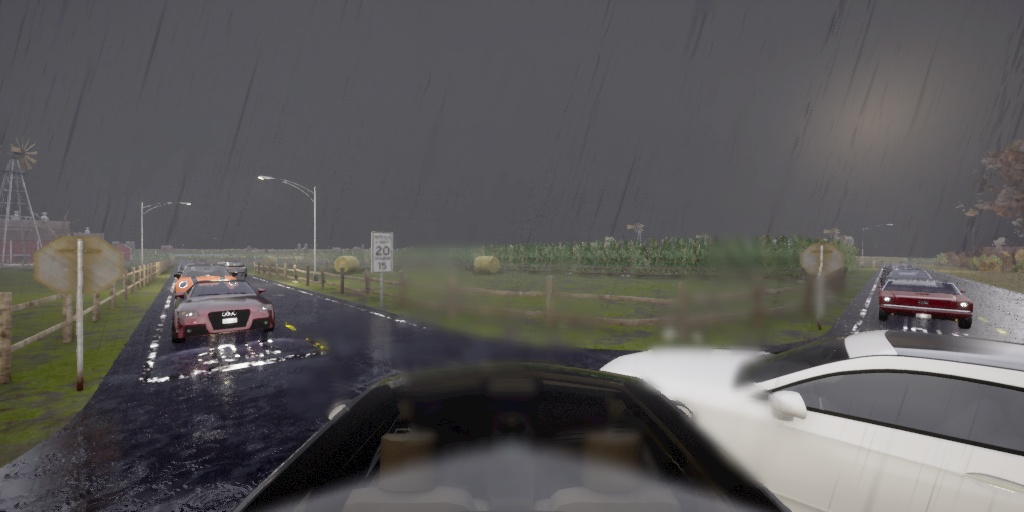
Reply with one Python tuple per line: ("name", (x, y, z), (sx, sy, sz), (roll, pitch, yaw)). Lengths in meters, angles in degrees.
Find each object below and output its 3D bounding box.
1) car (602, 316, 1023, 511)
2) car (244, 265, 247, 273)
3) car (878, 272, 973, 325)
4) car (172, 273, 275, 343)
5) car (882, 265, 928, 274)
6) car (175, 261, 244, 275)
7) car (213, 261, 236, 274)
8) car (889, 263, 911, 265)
("car", (2.808, 1.293, 2.556), (1.812, 1.442, 4.674), (0, 1, -45))
("car", (-27.497, 1.311, 35.415), (2.128, 1.511, 4.902), (0, 0, -42))
("car", (13.353, 1.400, 11.773), (4.718, 1.301, 1.895), (0, 1, -44))
("car", (-8.081, 1.362, 9.984), (1.994, 1.385, 4.181), (0, 0, -43))
("car", (20.334, 1.368, 18.440), (5.357, 1.411, 2.033), (0, 1, -44))
("car", (-13.952, 1.152, 16.383), (2.097, 1.767, 4.553), (0, 0, -43))
("car", (-34.327, 1.338, 42.774), (1.837, 1.490, 4.892), (0, 0, -42))
("car", (26.996, 1.408, 24.793), (4.181, 1.385, 1.994), (0, 1, -44))
